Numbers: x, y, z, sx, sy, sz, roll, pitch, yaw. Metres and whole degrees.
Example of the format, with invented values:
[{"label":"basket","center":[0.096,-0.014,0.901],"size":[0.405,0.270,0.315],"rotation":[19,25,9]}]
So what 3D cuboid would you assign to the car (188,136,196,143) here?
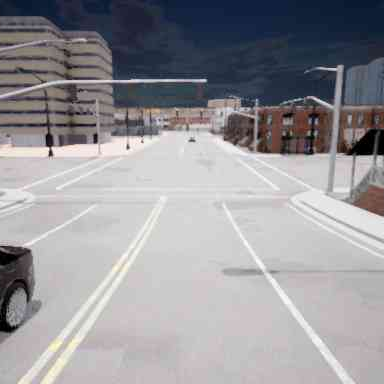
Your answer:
[{"label":"car","center":[0.000,-13.173,84.251],"size":[1.895,1.301,4.718],"rotation":[0,11,0]}]

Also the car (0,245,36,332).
[{"label":"car","center":[-3.588,1.383,3.607],"size":[1.882,1.535,5.008],"rotation":[0,2,0]}]
